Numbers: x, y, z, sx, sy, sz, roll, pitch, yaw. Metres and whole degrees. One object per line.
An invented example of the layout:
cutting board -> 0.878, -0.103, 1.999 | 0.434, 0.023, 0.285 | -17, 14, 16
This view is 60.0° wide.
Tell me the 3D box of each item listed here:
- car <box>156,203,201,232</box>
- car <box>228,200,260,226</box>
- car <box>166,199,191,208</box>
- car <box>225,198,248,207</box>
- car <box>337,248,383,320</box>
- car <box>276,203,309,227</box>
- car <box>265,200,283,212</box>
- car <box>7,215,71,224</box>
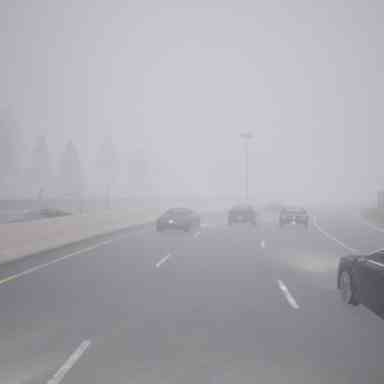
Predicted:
car -> -0.730, 1.649, 20.734 | 1.994, 1.385, 4.181 | 0, 0, 13
car -> 3.934, 1.596, 24.764 | 1.882, 1.535, 5.008 | 0, 0, 16
car -> -2.151, 1.823, 54.789 | 1.895, 1.301, 4.718 | 0, 0, 31
car -> 7.680, 1.794, 57.143 | 1.812, 1.442, 4.674 | 0, 0, 35
car -> 3.936, 1.528, 5.240 | 2.128, 1.511, 4.902 | 0, 0, 4
car -> 7.292, 1.728, 23.946 | 1.895, 1.301, 4.718 | 0, 0, 16
car -> 10.343, 1.735, 40.830 | 1.812, 1.442, 4.674 | 0, 0, 27
car -> -8.459, 1.613, 18.952 | 1.994, 1.385, 4.181 | 0, 0, 12
